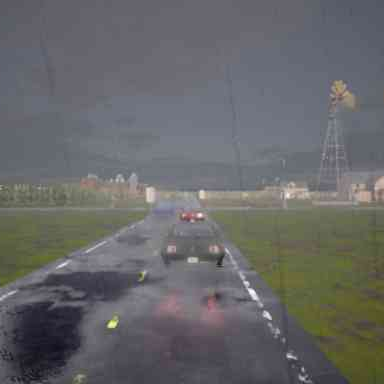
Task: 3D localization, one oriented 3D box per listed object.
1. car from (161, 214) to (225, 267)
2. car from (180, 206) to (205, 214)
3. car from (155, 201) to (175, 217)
[{"bbox_3d":[0.048,1.687,11.760,1.895,1.301,4.718,0,0,1],"label":"car"},{"bbox_3d":[0.056,1.791,26.752,1.895,1.301,4.718,0,0,1],"label":"car"},{"bbox_3d":[-2.785,1.723,34.980,1.882,1.535,5.008,0,-1,1],"label":"car"}]
